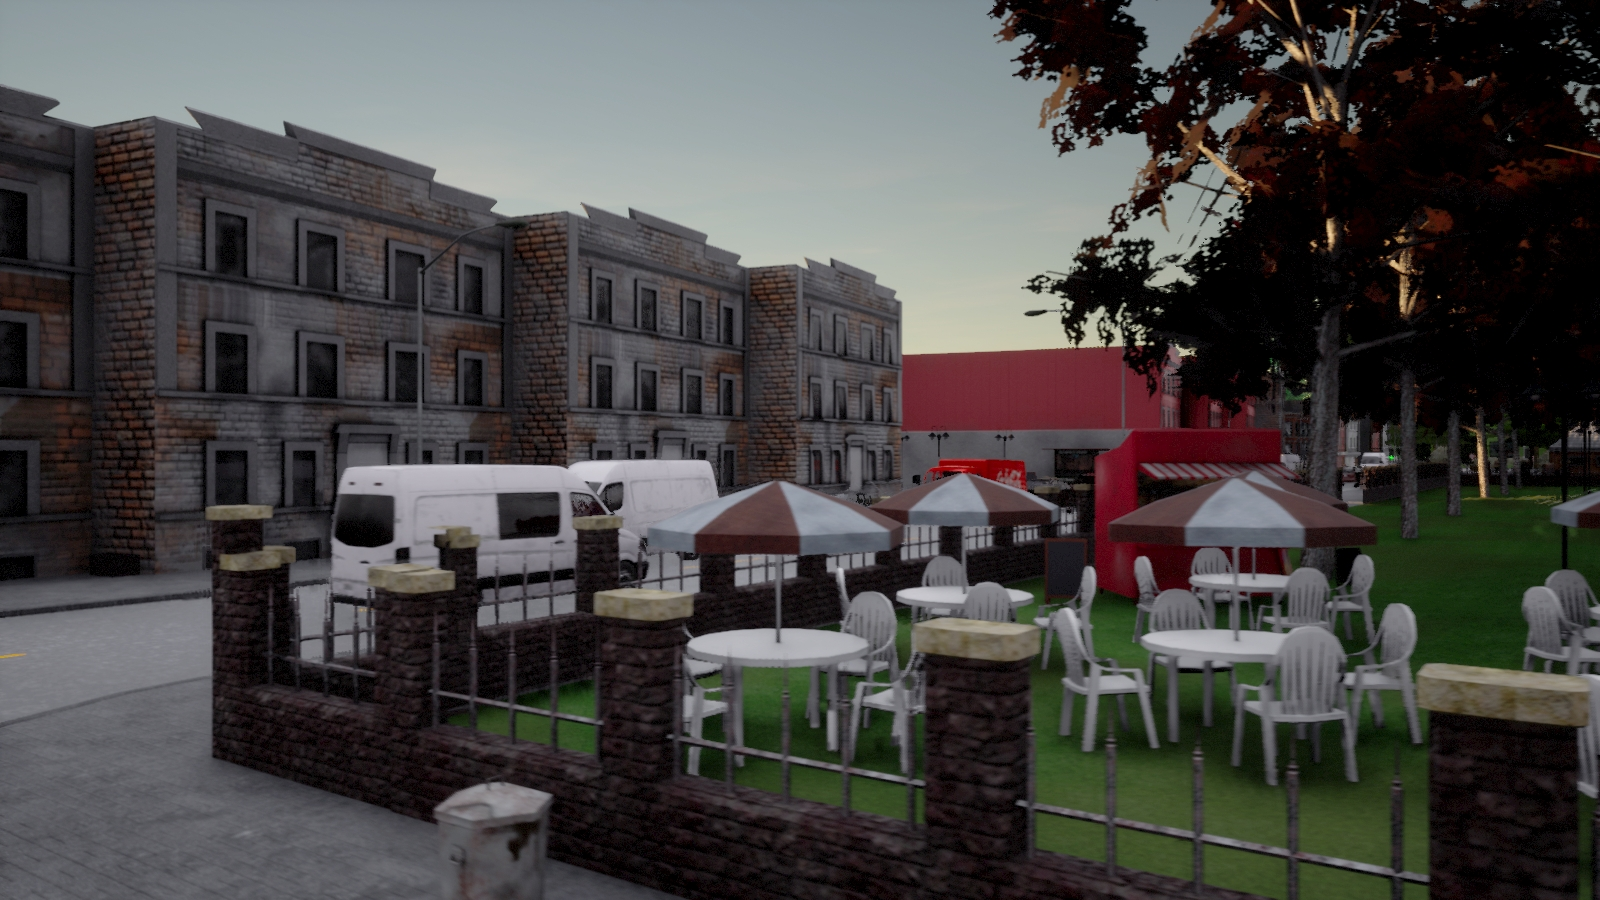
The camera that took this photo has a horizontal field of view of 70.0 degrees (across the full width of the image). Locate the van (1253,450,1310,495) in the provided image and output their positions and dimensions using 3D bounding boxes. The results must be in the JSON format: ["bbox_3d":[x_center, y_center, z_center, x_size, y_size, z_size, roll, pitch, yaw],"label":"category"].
[{"bbox_3d":[29.177,1.314,69.171,1.988,2.561,5.915,0,0,35],"label":"van"}]

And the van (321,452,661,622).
[{"bbox_3d":[-5.195,1.314,20.234,1.988,2.561,5.915,0,0,35],"label":"van"}]

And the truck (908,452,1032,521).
[{"bbox_3d":[6.599,1.359,43.870,2.627,2.467,5.204,0,-1,35],"label":"truck"}]

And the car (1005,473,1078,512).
[{"bbox_3d":[10.497,1.805,49.457,1.789,1.549,3.705,0,0,35],"label":"car"}]

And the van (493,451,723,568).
[{"bbox_3d":[-4.516,1.314,27.989,1.988,2.561,5.915,0,0,35],"label":"van"}]

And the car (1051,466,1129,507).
[{"bbox_3d":[13.823,1.685,54.264,2.097,1.767,4.553,0,0,35],"label":"car"}]
